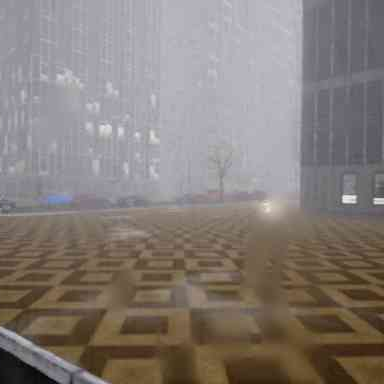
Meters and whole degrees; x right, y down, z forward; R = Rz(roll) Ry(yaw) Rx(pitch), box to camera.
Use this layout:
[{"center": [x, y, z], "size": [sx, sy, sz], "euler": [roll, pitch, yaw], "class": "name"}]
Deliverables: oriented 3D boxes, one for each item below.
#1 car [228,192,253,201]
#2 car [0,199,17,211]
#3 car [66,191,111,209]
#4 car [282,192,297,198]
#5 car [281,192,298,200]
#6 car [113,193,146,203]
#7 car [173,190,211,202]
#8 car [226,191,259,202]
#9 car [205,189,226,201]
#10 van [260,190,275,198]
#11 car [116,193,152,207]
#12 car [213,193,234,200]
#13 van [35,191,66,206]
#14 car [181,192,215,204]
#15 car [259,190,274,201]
[{"center": [8.828, 0.826, 60.120], "size": [1.882, 1.535, 5.008], "euler": [1, 1, 43], "class": "car"}, {"center": [-18.594, 0.990, 30.064], "size": [2.128, 1.511, 4.902], "euler": [1, 1, 42], "class": "car"}, {"center": [-10.505, 0.951, 34.748], "size": [1.967, 1.590, 4.097], "euler": [2, 1, 42], "class": "car"}, {"center": [25.398, 0.712, 86.726], "size": [1.947, 1.339, 4.313], "euler": [2, 1, 42], "class": "car"}, {"center": [20.189, 0.866, 68.579], "size": [1.752, 1.417, 4.829], "euler": [2, 1, 42], "class": "car"}, {"center": [-9.114, 0.877, 48.905], "size": [1.887, 1.381, 4.507], "euler": [2, 1, 42], "class": "car"}, {"center": [0.037, 0.890, 50.453], "size": [2.128, 1.511, 4.902], "euler": [1, 1, 43], "class": "car"}, {"center": [8.576, 0.719, 55.841], "size": [2.192, 1.841, 5.009], "euler": [2, 1, 42], "class": "car"}, {"center": [2.897, 0.538, 58.067], "size": [2.150, 2.045, 5.566], "euler": [1, 1, 42], "class": "car"}, {"center": [17.734, 0.528, 78.314], "size": [1.690, 1.788, 3.998], "euler": [2, 1, 42], "class": "van"}, {"center": [-6.715, 1.054, 38.991], "size": [1.947, 1.339, 4.313], "euler": [2, 1, 42], "class": "car"}, {"center": [6.228, 0.815, 65.710], "size": [1.947, 1.339, 4.313], "euler": [2, 1, 42], "class": "car"}, {"center": [-16.861, 0.713, 40.571], "size": [1.690, 1.788, 3.998], "euler": [2, 1, 42], "class": "van"}, {"center": [0.903, 1.028, 47.440], "size": [1.802, 1.307, 4.206], "euler": [2, 1, 42], "class": "car"}, {"center": [12.409, 0.698, 60.043], "size": [2.192, 1.841, 5.009], "euler": [2, 1, 42], "class": "car"}]
